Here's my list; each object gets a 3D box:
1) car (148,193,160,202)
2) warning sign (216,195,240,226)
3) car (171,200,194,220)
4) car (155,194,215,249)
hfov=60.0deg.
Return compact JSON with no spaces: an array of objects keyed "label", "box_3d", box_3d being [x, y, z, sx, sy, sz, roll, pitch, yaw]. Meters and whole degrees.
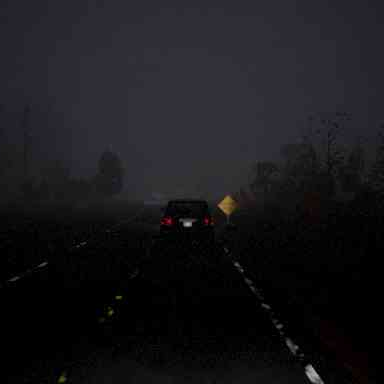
[{"label":"car","box_3d":[-8.998,1.445,76.171,1.882,1.535,5.008,0,0,-9]},{"label":"warning sign","box_3d":[2.220,1.114,20.456,1.300,1.860,1.060,0,0,-2]},{"label":"car","box_3d":[-0.916,1.518,29.742,1.837,1.490,4.892,0,0,-3]},{"label":"car","box_3d":[-0.231,1.257,14.742,2.150,2.045,5.566,0,0,-2]}]
